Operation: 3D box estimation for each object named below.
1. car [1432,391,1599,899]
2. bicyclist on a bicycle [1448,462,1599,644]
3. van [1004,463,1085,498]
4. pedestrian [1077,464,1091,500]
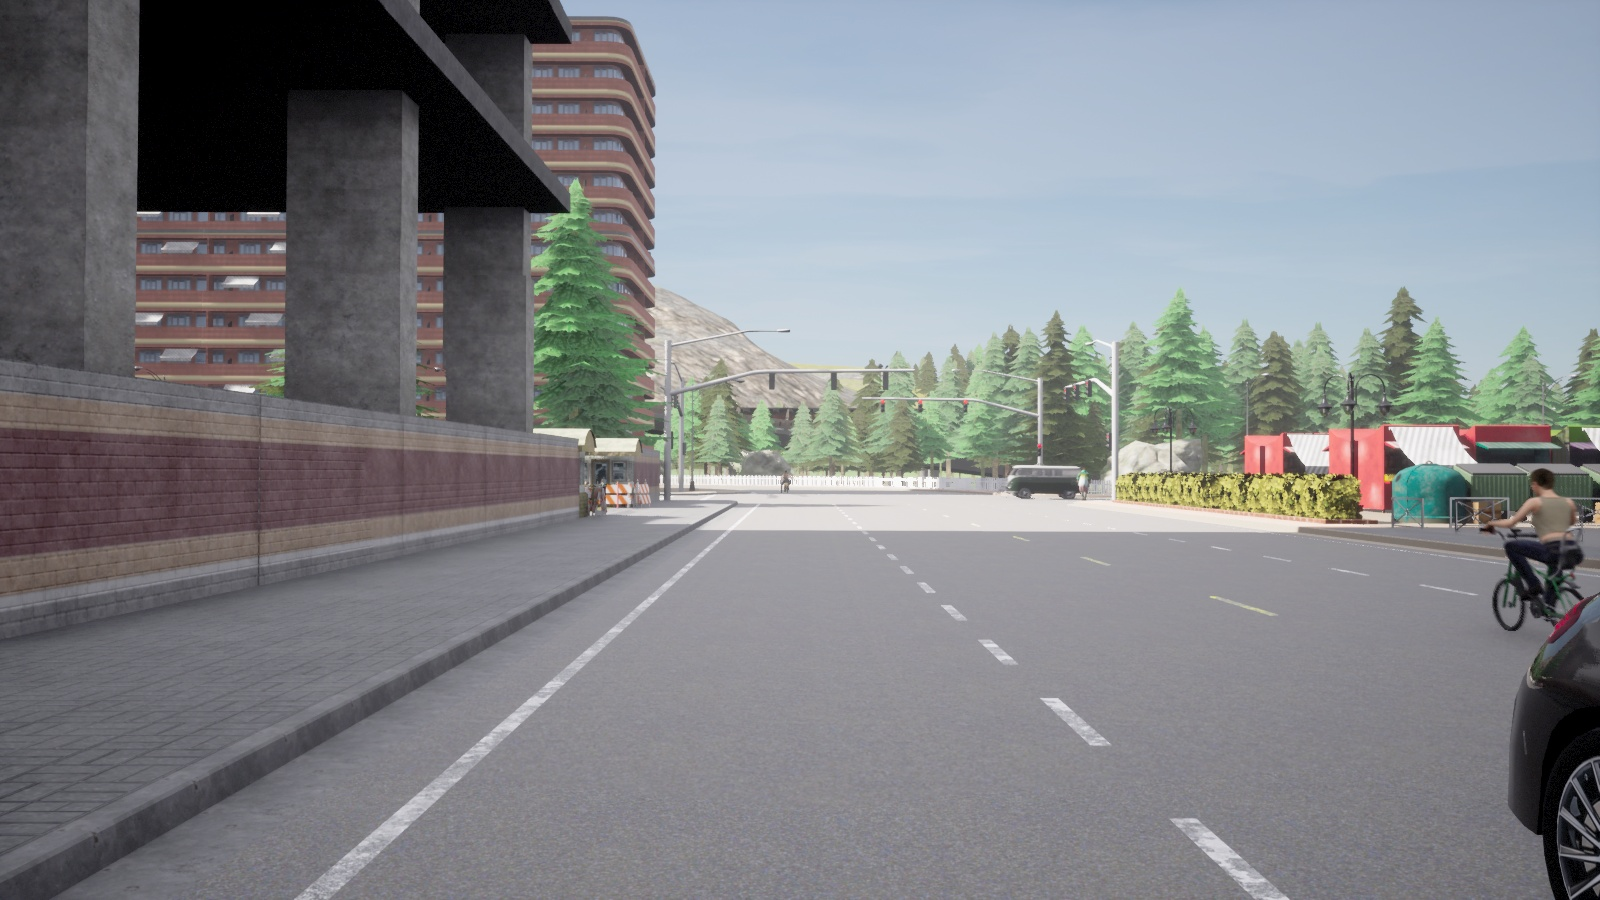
[{"bbox_3d":[3.493,0.617,2.258,2.152,1.651,5.027,0,-1,0],"label":"car"},{"bbox_3d":[6.965,0.922,11.888,0.866,1.612,1.509,0,-1,0],"label":"bicyclist on a bicycle"},{"bbox_3d":[14.334,1.789,73.768,4.442,1.987,1.775,0,-1,0],"label":"van"},{"bbox_3d":[15.283,1.710,67.593,0.659,1.952,0.873,0,-1,11],"label":"pedestrian"}]
